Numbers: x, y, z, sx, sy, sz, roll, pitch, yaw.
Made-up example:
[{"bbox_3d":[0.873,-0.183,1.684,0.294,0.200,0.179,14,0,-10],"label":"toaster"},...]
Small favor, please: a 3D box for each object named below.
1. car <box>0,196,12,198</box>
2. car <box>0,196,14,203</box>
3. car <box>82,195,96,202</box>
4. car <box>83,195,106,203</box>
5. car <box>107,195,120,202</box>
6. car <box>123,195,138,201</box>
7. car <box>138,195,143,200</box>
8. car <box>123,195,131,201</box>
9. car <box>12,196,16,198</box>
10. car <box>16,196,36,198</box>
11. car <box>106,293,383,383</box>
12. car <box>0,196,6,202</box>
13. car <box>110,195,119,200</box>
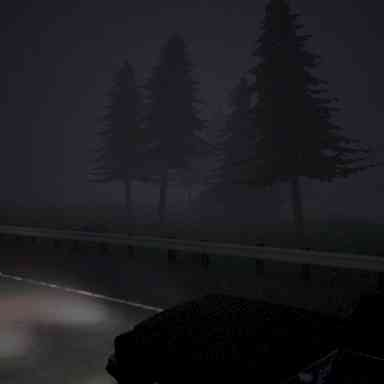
[{"bbox_3d":[-36.908,1.535,61.905,2.128,1.511,4.902,0,0,17],"label":"car"},{"bbox_3d":[-41.815,1.606,73.844,1.895,1.301,4.718,0,0,6],"label":"car"},{"bbox_3d":[-24.051,1.534,77.921,1.812,1.442,4.674,0,0,-1],"label":"car"},{"bbox_3d":[-20.934,1.364,71.428,2.097,1.767,4.553,0,0,6],"label":"car"},{"bbox_3d":[-17.305,1.508,73.249,1.837,1.490,4.892,0,0,2],"label":"car"},{"bbox_3d":[-13.777,1.532,73.510,1.812,1.442,4.674,0,0,2],"label":"car"},{"bbox_3d":[-14.061,1.533,89.388,1.812,1.442,4.674,0,0,-9],"label":"car"},{"bbox_3d":[-17.684,1.549,90.240,2.033,1.411,5.357,0,0,-9],"label":"car"},{"bbox_3d":[-38.482,1.536,72.128,2.128,1.511,4.902,0,0,10],"label":"car"},{"bbox_3d":[-34.955,1.550,72.020,2.033,1.411,5.357,0,0,6],"label":"car"},{"bbox_3d":[1.486,1.601,2.709,4.718,1.301,1.895,0,0,35],"label":"car"},{"bbox_3d":[-45.134,1.564,76.371,1.994,1.385,4.181,0,0,6],"label":"car"},{"bbox_3d":[-21.306,1.550,91.071,2.033,1.411,5.357,0,0,-9],"label":"car"}]
